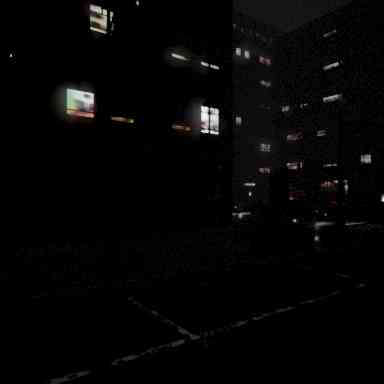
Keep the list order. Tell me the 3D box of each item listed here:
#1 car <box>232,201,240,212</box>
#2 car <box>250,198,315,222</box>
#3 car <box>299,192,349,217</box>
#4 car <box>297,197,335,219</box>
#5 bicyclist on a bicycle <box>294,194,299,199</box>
[{"bbox_3d":[2.705,1.167,33.307,1.837,1.490,4.892,0,1,-36],"label":"car"},{"bbox_3d":[6.184,1.342,24.141,2.008,1.369,4.403,1,0,-36],"label":"car"},{"bbox_3d":[10.258,1.007,28.030,2.150,2.045,5.566,0,1,-34],"label":"car"},{"bbox_3d":[8.201,1.317,25.785,1.812,1.442,4.674,0,1,-37],"label":"car"},{"bbox_3d":[11.435,1.011,36.160,1.656,1.620,0.582,0,1,-36],"label":"bicyclist on a bicycle"}]
